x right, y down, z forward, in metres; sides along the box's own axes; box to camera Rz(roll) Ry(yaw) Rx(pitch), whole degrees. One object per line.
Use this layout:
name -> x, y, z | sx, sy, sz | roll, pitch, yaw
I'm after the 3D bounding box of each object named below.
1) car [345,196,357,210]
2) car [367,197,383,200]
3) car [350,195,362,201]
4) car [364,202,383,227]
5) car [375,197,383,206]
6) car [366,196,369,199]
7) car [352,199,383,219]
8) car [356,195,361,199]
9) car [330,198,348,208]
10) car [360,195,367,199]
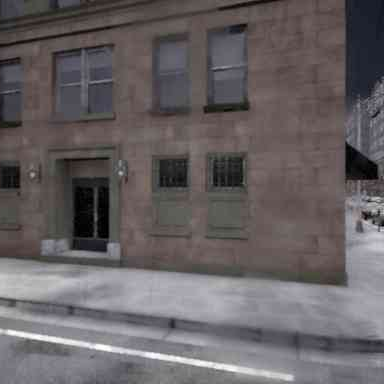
car -> 20.017, 1.581, 43.796 | 1.752, 1.417, 4.829 | 1, 0, 17
car -> 19.959, 1.547, 34.247 | 2.128, 1.511, 4.902 | 0, 0, 17
car -> 41.298, 1.478, 83.716 | 1.967, 1.590, 4.097 | 1, 0, 17
car -> 13.526, 1.610, 22.830 | 2.008, 1.369, 4.403 | 1, 0, 17
car -> 33.120, 1.610, 57.300 | 1.947, 1.339, 4.313 | 1, 0, 17
car -> 34.756, 1.624, 62.583 | 1.802, 1.307, 4.206 | 1, 0, 17
car -> 15.161, 1.603, 28.112 | 1.887, 1.381, 4.507 | 1, 0, 17
car -> 38.028, 1.480, 73.149 | 1.967, 1.590, 4.097 | 1, 0, 17
car -> 21.701, 1.620, 49.240 | 1.947, 1.339, 4.313 | 1, 0, 17
car -> 36.391, 1.607, 67.867 | 1.947, 1.339, 4.313 | 1, 0, 17
